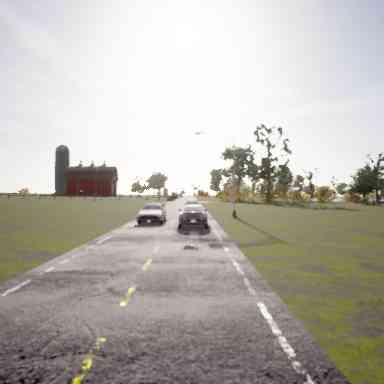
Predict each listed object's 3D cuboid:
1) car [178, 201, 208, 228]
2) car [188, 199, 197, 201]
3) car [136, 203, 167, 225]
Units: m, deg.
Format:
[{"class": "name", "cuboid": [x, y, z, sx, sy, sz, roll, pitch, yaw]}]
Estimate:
[{"class": "car", "cuboid": [0.074, 1.542, 21.955, 1.812, 1.442, 4.674, 0, 0, 0]}, {"class": "car", "cuboid": [0.054, 1.602, 42.243, 1.994, 1.385, 4.181, 0, 0, 0]}, {"class": "car", "cuboid": [-2.877, 1.567, 24.798, 2.033, 1.411, 5.357, 0, 0, 0]}]
